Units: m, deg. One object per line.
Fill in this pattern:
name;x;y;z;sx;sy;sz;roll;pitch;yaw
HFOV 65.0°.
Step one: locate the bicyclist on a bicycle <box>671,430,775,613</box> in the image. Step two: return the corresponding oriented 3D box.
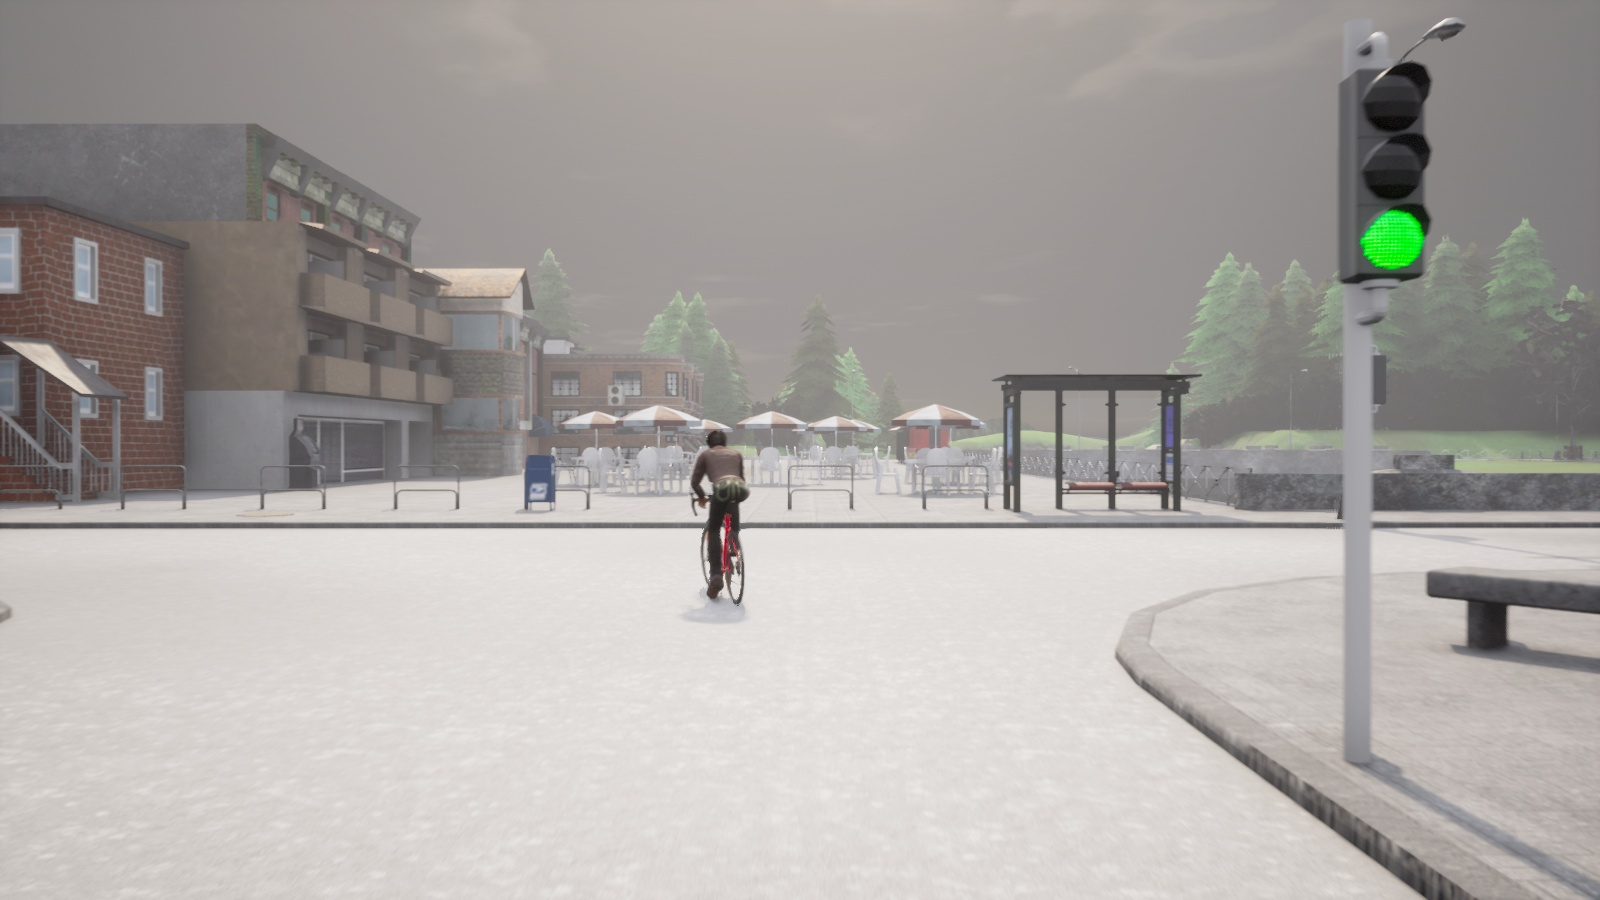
bicyclist on a bicycle;-0.761;0.631;12.000;0.582;1.620;1.656;-1;0;-17
